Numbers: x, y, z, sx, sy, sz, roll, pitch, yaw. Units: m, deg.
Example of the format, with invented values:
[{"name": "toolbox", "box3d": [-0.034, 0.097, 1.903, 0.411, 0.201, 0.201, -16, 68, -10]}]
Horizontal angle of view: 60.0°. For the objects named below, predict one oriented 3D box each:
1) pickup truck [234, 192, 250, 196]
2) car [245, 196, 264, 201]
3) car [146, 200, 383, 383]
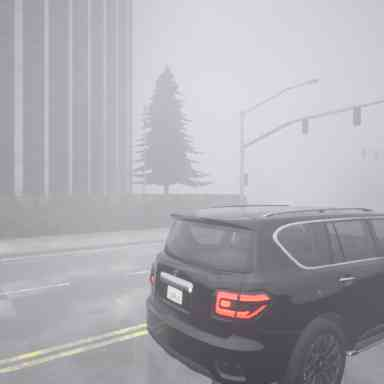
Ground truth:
[{"name": "pickup truck", "box3d": [10.198, 1.059, 68.782, 2.390, 2.098, 6.274, 0, 0, -5]}, {"name": "car", "box3d": [8.385, 1.564, 43.123, 1.994, 1.385, 4.181, 0, 0, -36]}, {"name": "car", "box3d": [2.014, 1.221, 5.179, 5.566, 2.045, 2.150, 0, 0, -35]}]
